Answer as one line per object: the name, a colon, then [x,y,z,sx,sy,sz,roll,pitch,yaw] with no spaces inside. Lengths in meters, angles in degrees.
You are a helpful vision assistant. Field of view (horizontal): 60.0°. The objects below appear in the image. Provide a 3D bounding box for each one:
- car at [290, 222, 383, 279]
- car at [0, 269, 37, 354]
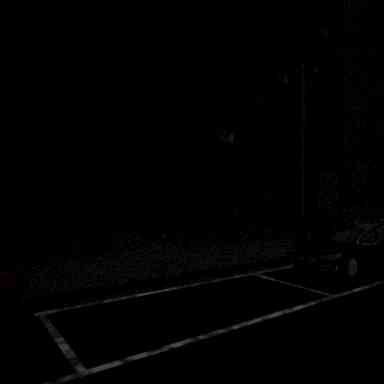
car: [4.868,1.643,10.240,4.403,1.369,2.008,1,0,-36]
car: [-4.242,1.531,3.740,4.507,1.381,1.887,1,0,-36]
